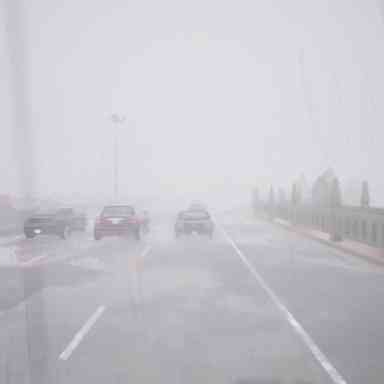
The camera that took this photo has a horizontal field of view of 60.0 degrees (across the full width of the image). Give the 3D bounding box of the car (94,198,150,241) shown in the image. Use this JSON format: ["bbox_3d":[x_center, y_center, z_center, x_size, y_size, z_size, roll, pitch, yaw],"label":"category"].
[{"bbox_3d":[-3.397,1.353,16.899,2.097,1.767,4.553,0,0,0],"label":"car"}]

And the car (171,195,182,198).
[{"bbox_3d":[-3.413,1.431,71.184,1.882,1.535,5.008,0,0,26],"label":"car"}]

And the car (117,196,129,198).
[{"bbox_3d":[-13.816,1.503,64.819,2.128,1.511,4.902,0,0,20],"label":"car"}]

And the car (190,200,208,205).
[{"bbox_3d":[0.698,1.528,35.419,1.812,1.442,4.674,0,0,5],"label":"car"}]

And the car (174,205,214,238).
[{"bbox_3d":[0.103,1.602,17.603,1.895,1.301,4.718,0,0,0],"label":"car"}]

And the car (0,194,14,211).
[{"bbox_3d":[-17.453,1.224,28.188,2.150,2.045,5.566,0,0,2],"label":"car"}]

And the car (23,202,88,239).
[{"bbox_3d":[-6.896,1.506,17.298,1.837,1.490,4.892,0,0,0],"label":"car"}]

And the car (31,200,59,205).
[{"bbox_3d":[-13.783,1.494,31.438,2.128,1.511,4.902,0,0,3],"label":"car"}]

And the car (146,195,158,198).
[{"bbox_3d":[-8.490,1.490,68.591,1.837,1.490,4.892,0,0,23],"label":"car"}]
